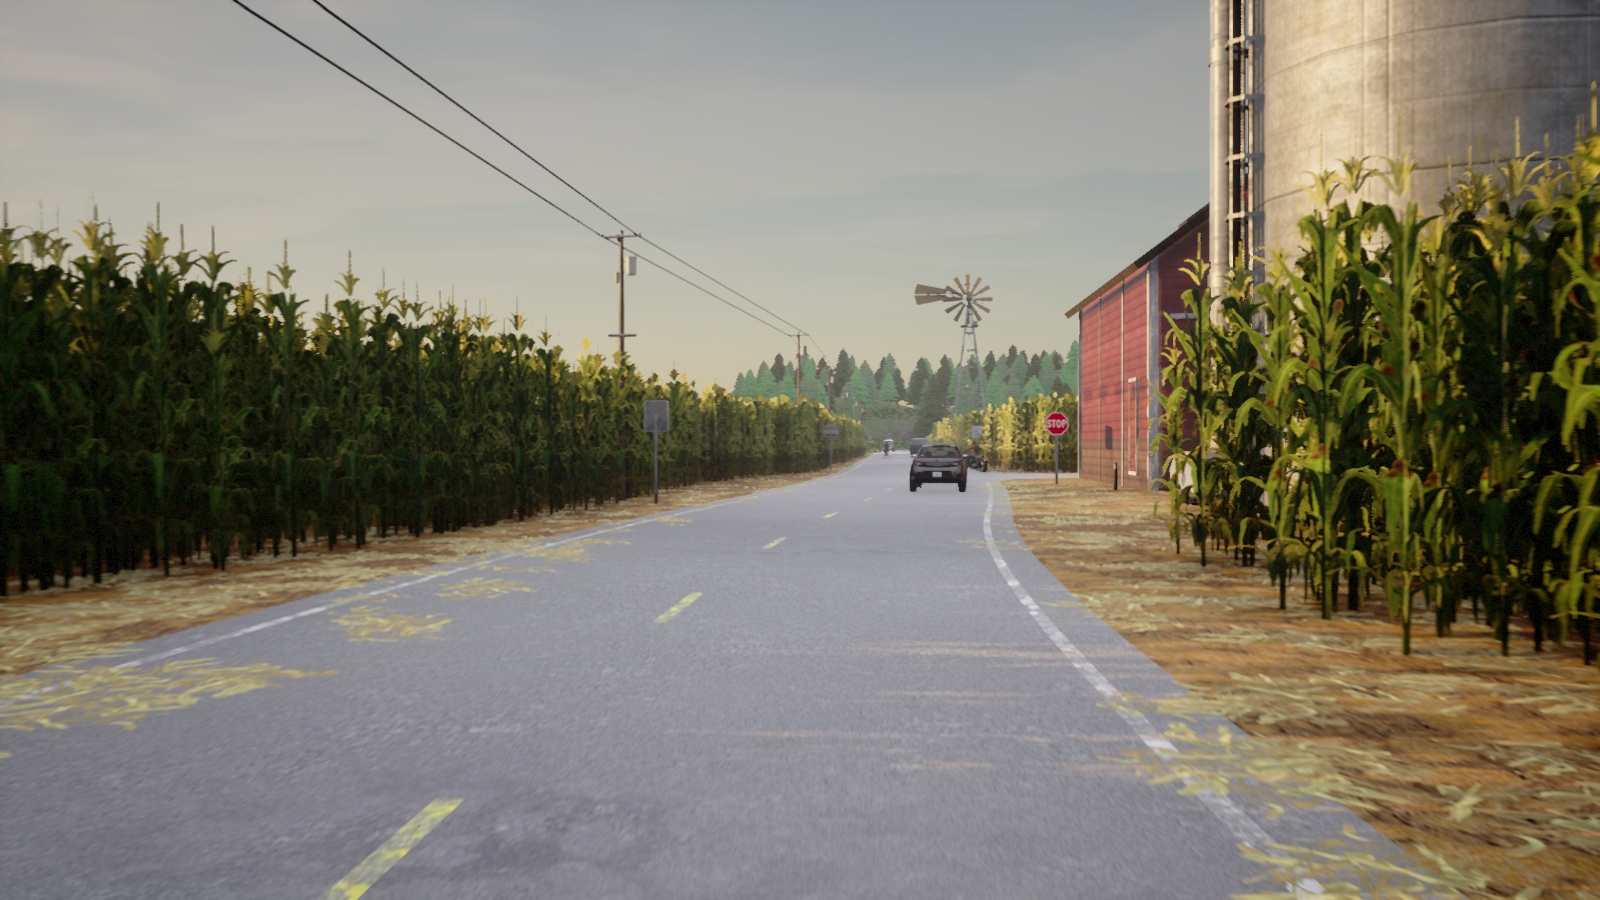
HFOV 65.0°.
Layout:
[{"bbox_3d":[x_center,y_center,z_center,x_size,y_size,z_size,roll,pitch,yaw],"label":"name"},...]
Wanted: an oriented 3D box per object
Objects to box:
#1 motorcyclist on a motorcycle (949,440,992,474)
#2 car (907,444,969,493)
[{"bbox_3d":[8.542,0.350,63.127,0.766,1.649,2.350,2,-1,-32],"label":"motorcyclist on a motorcycle"},{"bbox_3d":[4.434,0.539,40.003,1.816,1.474,4.193,0,0,8],"label":"car"}]
